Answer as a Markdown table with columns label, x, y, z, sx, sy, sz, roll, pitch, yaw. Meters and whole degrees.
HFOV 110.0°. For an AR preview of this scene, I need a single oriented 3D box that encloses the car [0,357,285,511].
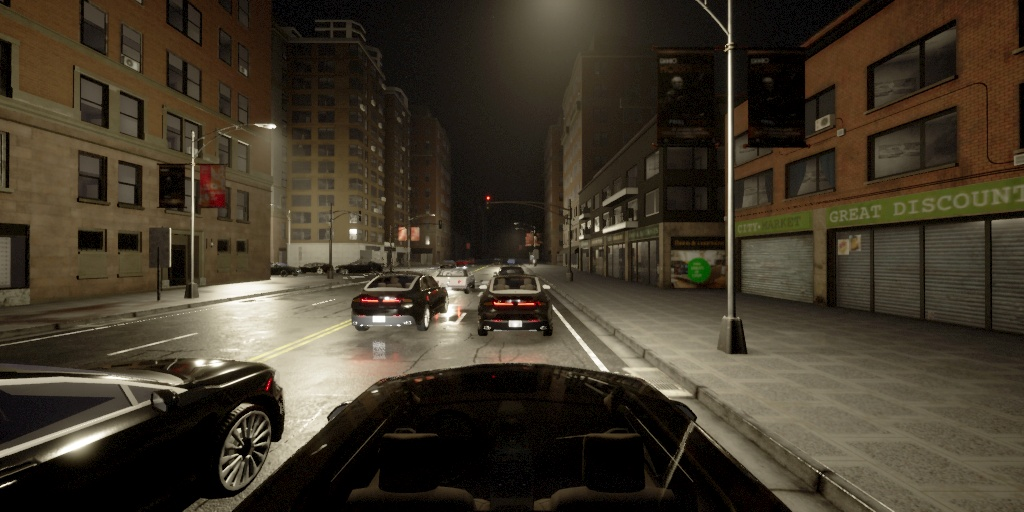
| label | x | y | z | sx | sy | sz | roll | pitch | yaw |
| --- | --- | --- | --- | --- | --- | --- | --- | --- | --- |
| car | -3.153 | 1.242 | 1.574 | 2.128 | 1.511 | 4.902 | 0 | 0 | 0 |

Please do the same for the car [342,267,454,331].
| label | x | y | z | sx | sy | sz | roll | pitch | yaw |
| --- | --- | --- | --- | --- | --- | --- | --- | --- | --- |
| car | -3.171 | 1.256 | 10.962 | 1.837 | 1.490 | 4.892 | 0 | 0 | 0 |

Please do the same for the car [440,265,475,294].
| label | x | y | z | sx | sy | sz | roll | pitch | yaw |
| --- | --- | --- | --- | --- | --- | --- | --- | --- | --- |
| car | -3.190 | 1.354 | 20.275 | 1.895 | 1.301 | 4.718 | 0 | 0 | 0 |

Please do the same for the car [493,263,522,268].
| label | x | y | z | sx | sy | sz | roll | pitch | yaw |
| --- | --- | --- | --- | --- | --- | --- | --- | --- | --- |
| car | -0.036 | 1.278 | 19.628 | 1.812 | 1.442 | 4.674 | 0 | 0 | 0 |

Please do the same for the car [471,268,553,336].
| label | x | y | z | sx | sy | sz | roll | pitch | yaw |
| --- | --- | --- | --- | --- | --- | --- | --- | --- | --- |
| car | 0.081 | 1.256 | 10.372 | 1.837 | 1.490 | 4.892 | 0 | 0 | 0 |

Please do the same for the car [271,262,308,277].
| label | x | y | z | sx | sy | sz | roll | pitch | yaw |
| --- | --- | --- | --- | --- | --- | --- | --- | --- | --- |
| car | -22.612 | 1.316 | 34.555 | 4.181 | 1.385 | 1.994 | 0 | 0 | 0 |

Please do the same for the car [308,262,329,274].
| label | x | y | z | sx | sy | sz | roll | pitch | yaw |
| --- | --- | --- | --- | --- | --- | --- | --- | --- | --- |
| car | -22.230 | 1.347 | 40.036 | 4.313 | 1.339 | 1.948 | 0 | 0 | 0 |

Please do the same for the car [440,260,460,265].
| label | x | y | z | sx | sy | sz | roll | pitch | yaw |
| --- | --- | --- | --- | --- | --- | --- | --- | --- | --- |
| car | -9.958 | 1.320 | 56.236 | 2.033 | 1.411 | 5.357 | 0 | 0 | 0 |

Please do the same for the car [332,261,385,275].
| label | x | y | z | sx | sy | sz | roll | pitch | yaw |
| --- | --- | --- | --- | --- | --- | --- | --- | --- | --- |
| car | -15.980 | 1.258 | 37.653 | 4.902 | 1.511 | 2.128 | 0 | 1 | -16 |
